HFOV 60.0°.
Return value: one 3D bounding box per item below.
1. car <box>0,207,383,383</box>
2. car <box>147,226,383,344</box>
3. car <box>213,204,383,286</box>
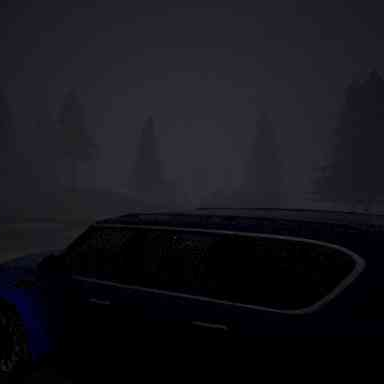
[{"bbox_3d":[-0.175,1.204,3.830,5.566,2.045,2.150,0,0,33],"label":"car"},{"bbox_3d":[1.497,1.571,6.884,4.718,1.301,1.895,0,0,33],"label":"car"},{"bbox_3d":[3.136,1.310,9.893,4.553,1.767,2.097,0,0,33],"label":"car"}]
